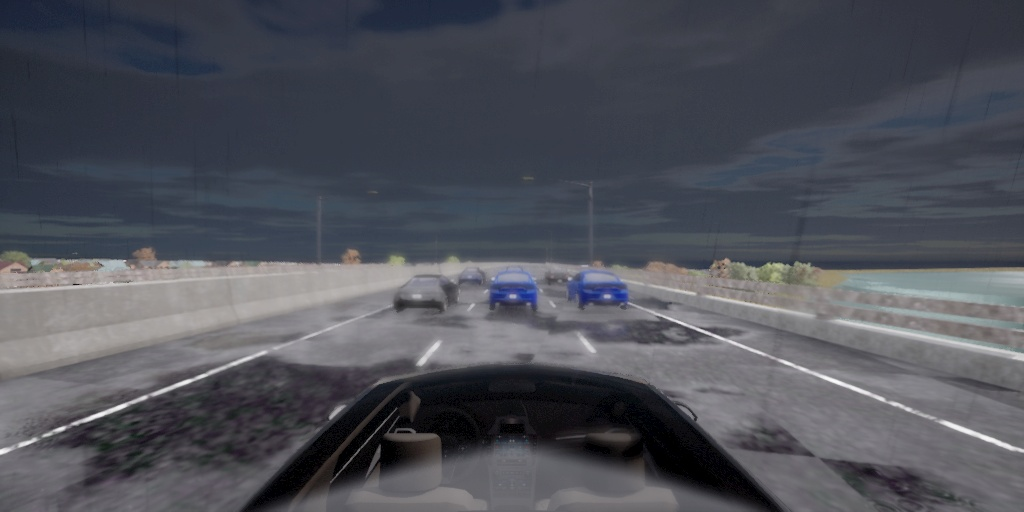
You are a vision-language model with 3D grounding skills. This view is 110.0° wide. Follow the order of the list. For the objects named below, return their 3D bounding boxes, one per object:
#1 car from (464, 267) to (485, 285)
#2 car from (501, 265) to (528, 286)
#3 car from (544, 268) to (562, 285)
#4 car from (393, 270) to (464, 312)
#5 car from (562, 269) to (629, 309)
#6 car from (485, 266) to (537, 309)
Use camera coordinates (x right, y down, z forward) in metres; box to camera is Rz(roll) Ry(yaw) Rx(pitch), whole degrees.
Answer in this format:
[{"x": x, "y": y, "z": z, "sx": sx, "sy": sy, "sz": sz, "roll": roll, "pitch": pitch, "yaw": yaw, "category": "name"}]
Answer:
[{"x": -3.254, "y": 1.625, "z": 29.991, "sx": 1.994, "sy": 1.385, "sz": 4.181, "roll": 0, "pitch": -1, "yaw": 2, "category": "car"}, {"x": 0.246, "y": 1.553, "z": 29.943, "sx": 2.128, "sy": 1.511, "sz": 4.902, "roll": 0, "pitch": -1, "yaw": 1, "category": "car"}, {"x": 3.737, "y": 1.657, "z": 29.642, "sx": 1.895, "sy": 1.301, "sz": 4.718, "roll": 0, "pitch": -1, "yaw": 1, "category": "car"}, {"x": -3.429, "y": 1.453, "z": 15.055, "sx": 1.994, "sy": 1.385, "sz": 4.181, "roll": 0, "pitch": -1, "yaw": 1, "category": "car"}, {"x": 3.584, "y": 1.373, "z": 15.753, "sx": 1.882, "sy": 1.535, "sz": 5.008, "roll": 0, "pitch": 0, "yaw": 1, "category": "car"}, {"x": 0.084, "y": 1.374, "z": 15.766, "sx": 1.882, "sy": 1.535, "sz": 5.008, "roll": 0, "pitch": 0, "yaw": 1, "category": "car"}]
